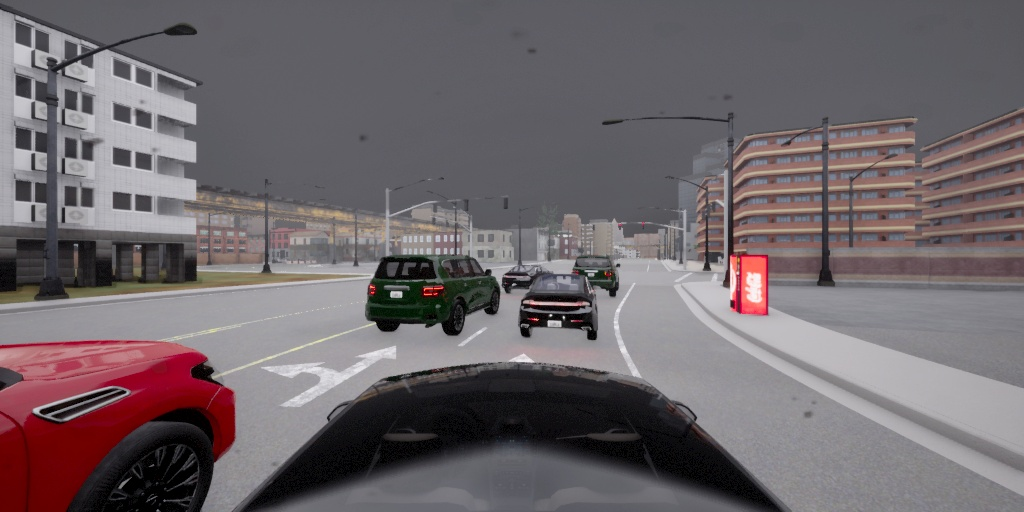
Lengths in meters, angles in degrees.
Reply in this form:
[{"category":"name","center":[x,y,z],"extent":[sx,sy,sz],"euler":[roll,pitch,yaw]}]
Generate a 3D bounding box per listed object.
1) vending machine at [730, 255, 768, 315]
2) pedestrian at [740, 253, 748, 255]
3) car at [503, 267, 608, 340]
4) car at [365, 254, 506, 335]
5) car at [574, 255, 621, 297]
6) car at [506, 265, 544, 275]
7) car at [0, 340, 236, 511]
[{"category":"vending machine","center":[7.810,0.945,11.819],"extent":[1.100,2.100,0.880],"euler":[0,0,20]},{"category":"pedestrian","center":[8.042,0.795,12.438],"extent":[0.375,1.860,0.375],"euler":[0,0,21]},{"category":"car","center":[1.435,1.242,10.065],"extent":[2.128,1.511,4.902],"euler":[0,0,12]},{"category":"car","center":[-1.999,0.971,10.775],"extent":[2.150,2.045,5.566],"euler":[0,0,14]},{"category":"car","center":[4.552,0.971,19.308],"extent":[2.150,2.045,5.566],"euler":[0,0,19]},{"category":"car","center":[1.103,1.242,20.141],"extent":[2.128,1.511,4.902],"euler":[0,0,24]},{"category":"car","center":[-3.264,0.971,0.504],"extent":[2.150,2.045,5.566],"euler":[0,0,-2]}]
